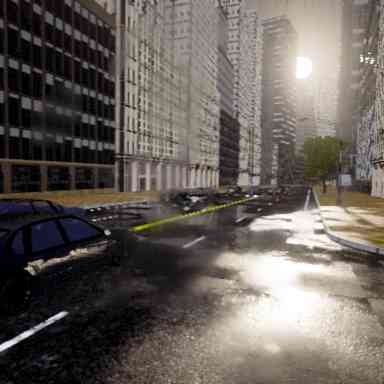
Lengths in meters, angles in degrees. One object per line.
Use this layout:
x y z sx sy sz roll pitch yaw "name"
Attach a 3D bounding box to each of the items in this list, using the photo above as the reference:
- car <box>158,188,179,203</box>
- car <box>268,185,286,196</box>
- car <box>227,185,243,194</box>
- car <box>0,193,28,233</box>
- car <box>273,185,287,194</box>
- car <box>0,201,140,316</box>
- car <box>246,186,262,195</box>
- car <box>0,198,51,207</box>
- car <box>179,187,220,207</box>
-1.388 0.305 31.153 1.895 1.301 4.718 2 2 20 "car"
13.035 -0.101 51.531 1.895 1.301 4.718 2 2 20 "car"
6.992 -0.442 54.243 2.128 1.511 4.902 2 2 20 "car"
-8.303 0.801 11.894 1.994 1.385 4.181 2 2 20 "car"
15.729 -0.416 59.322 1.837 1.490 4.892 2 2 20 "car"
-3.064 1.113 6.625 2.033 1.411 5.357 2 3 20 "car"
10.058 -0.280 53.174 2.033 1.411 5.357 2 2 20 "car"
-5.487 0.899 10.149 2.033 1.411 5.357 2 3 20 "car"
1.026 0.354 28.249 2.128 1.511 4.902 2 2 20 "car"
